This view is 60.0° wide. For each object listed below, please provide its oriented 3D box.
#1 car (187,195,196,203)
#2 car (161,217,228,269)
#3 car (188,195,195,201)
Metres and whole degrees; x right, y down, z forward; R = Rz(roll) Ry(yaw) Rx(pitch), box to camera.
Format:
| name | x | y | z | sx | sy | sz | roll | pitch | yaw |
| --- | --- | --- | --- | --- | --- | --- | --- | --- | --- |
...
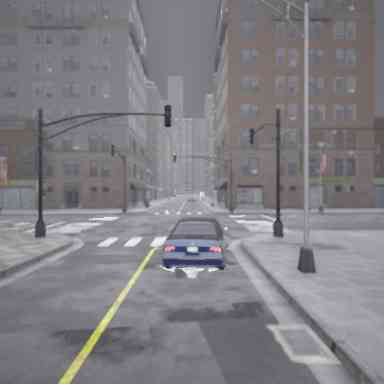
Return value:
| name | x | y | z | sx | sy | sz | roll | pitch | yaw |
| --- | --- | --- | --- | --- | --- | --- | --- | --- | --- |
| car | -0.094 | 1.643 | 73.311 | 1.895 | 1.301 | 4.718 | 0 | 0 | 0 |
| car | 0.220 | 1.549 | 11.198 | 2.033 | 1.411 | 5.357 | 0 | 0 | 5 |
| car | -0.128 | 1.492 | 83.316 | 1.895 | 1.301 | 4.718 | 0 | 0 | 0 |
